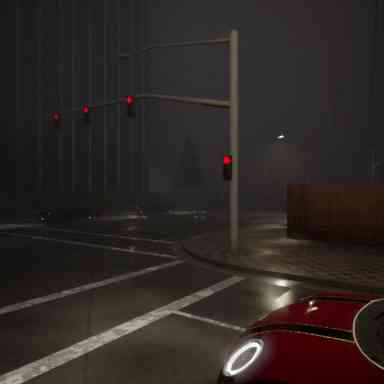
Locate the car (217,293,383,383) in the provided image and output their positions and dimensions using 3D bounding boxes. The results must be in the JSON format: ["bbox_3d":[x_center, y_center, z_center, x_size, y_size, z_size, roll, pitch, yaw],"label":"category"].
[{"bbox_3d":[2.394,1.352,2.250,4.553,1.767,2.097,0,0,36],"label":"car"}]

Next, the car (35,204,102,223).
[{"bbox_3d":[-9.376,1.601,25.493,1.895,1.301,4.718,0,0,35],"label":"car"}]

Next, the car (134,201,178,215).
[{"bbox_3d":[-3.596,1.601,33.648,1.895,1.301,4.718,0,0,35],"label":"car"}]

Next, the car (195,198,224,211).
[{"bbox_3d":[2.247,1.491,41.859,2.128,1.511,4.902,0,0,36],"label":"car"}]
